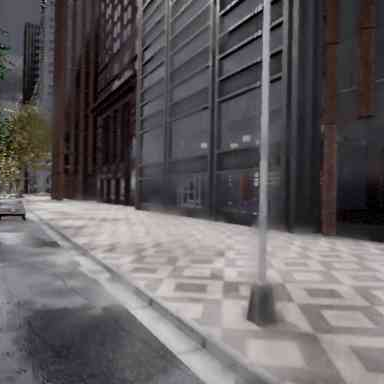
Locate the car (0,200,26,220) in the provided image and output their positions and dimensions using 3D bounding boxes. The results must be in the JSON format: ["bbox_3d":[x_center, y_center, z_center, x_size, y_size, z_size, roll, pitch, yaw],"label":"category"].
[{"bbox_3d":[-14.016,1.363,25.941,2.033,1.411,5.357,1,0,-30],"label":"car"}]
